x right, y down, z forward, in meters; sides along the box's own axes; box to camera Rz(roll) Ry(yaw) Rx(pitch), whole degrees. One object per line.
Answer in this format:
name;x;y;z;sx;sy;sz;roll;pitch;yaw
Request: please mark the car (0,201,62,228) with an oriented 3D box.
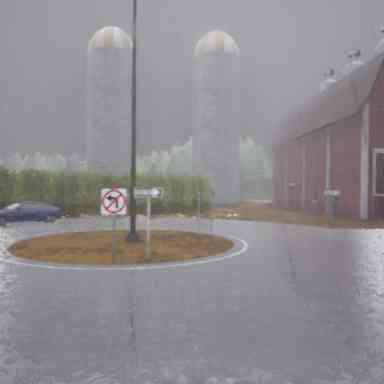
car;-10.564;1.312;20.792;1.812;1.442;4.674;0;0;41
